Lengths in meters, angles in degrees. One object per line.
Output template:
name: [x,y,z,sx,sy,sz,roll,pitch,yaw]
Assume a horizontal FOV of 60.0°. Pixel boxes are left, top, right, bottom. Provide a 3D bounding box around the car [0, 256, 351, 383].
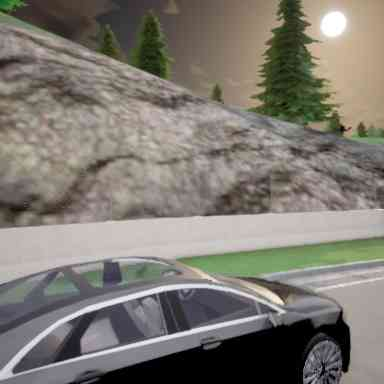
car: [-0.355,1.458,3.411,4.902,1.511,2.128,0,0,-33]
